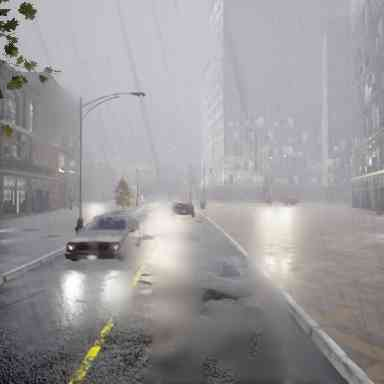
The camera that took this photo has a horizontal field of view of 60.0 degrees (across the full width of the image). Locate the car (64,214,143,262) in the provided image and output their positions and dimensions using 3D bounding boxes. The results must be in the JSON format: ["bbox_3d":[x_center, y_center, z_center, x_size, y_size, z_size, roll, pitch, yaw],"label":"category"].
[{"bbox_3d":[-2.998,1.548,12.456,2.033,1.411,5.357,0,0,-1],"label":"car"}]

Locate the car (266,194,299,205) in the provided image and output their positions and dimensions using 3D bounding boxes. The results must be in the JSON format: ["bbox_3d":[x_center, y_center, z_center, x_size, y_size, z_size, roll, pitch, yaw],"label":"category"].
[{"bbox_3d":[13.940,1.197,51.523,5.009,1.841,2.192,0,-1,15],"label":"car"}]

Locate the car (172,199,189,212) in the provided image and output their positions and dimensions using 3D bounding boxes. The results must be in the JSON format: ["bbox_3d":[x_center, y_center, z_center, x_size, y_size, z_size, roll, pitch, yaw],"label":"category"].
[{"bbox_3d":[-1.503,1.604,40.661,1.895,1.301,4.718,0,0,-4],"label":"car"}]

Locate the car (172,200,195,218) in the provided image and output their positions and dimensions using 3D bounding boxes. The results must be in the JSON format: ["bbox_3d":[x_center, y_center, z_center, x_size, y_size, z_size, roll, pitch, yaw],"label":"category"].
[{"bbox_3d":[-0.820,1.481,30.786,1.882,1.535,5.008,0,0,-3],"label":"car"}]
